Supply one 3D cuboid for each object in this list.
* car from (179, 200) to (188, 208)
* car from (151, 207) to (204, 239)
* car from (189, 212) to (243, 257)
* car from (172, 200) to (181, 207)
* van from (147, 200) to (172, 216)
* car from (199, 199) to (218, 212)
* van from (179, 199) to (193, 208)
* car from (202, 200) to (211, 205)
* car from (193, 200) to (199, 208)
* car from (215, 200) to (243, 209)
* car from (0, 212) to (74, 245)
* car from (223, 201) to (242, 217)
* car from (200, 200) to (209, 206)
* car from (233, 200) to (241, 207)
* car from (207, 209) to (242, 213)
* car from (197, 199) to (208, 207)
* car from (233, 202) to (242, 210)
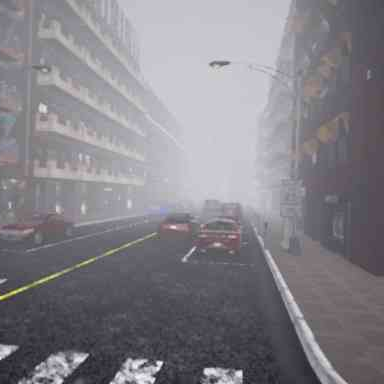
[{"bbox_3d":[-2.249,2.222,48.773,1.802,1.307,4.206,1,-1,8],"label":"car"},{"bbox_3d":[-0.680,1.836,19.151,1.994,1.385,4.181,2,-1,8],"label":"car"},{"bbox_3d":[1.233,1.811,14.260,1.887,1.381,4.507,1,-1,8],"label":"car"},{"bbox_3d":[-3.050,2.116,43.168,1.802,1.307,4.206,1,-1,8],"label":"car"},{"bbox_3d":[-3.849,1.769,37.566,1.690,1.788,3.998,1,-1,8],"label":"van"},{"bbox_3d":[2.661,1.937,42.594,2.150,2.045,5.566,2,0,9],"label":"car"},{"bbox_3d":[-1.452,2.087,54.386,1.690,1.788,3.998,1,-1,8],"label":"van"},{"bbox_3d":[4.153,3.063,93.623,1.947,1.339,4.313,1,-1,8],"label":"car"},{"bbox_3d":[-0.675,2.167,59.995,2.192,1.841,5.009,1,-1,8],"label":"car"},{"bbox_3d":[3.601,1.891,30.741,2.192,1.841,5.009,1,-1,8],"label":"car"},{"bbox_3d":[-7.025,1.595,15.451,1.802,1.307,4.206,1,-1,8],"label":"car"},{"bbox_3d":[5.209,2.102,41.953,2.192,1.841,5.009,1,-1,8],"label":"car"},{"bbox_3d":[3.352,2.829,88.019,1.967,1.590,4.097,1,-1,8],"label":"car"},{"bbox_3d":[12.444,3.066,92.402,2.192,1.841,5.009,1,-1,8],"label":"car"},{"bbox_3d":[1.989,1.931,19.527,1.947,1.339,4.313,1,-1,8],"label":"car"},{"bbox_3d":[2.551,2.596,82.416,2.192,1.841,5.009,1,-1,8],"label":"car"},{"bbox_3d":[9.322,2.827,68.393,1.812,1.442,4.674,2,-1,8],"label":"car"}]
